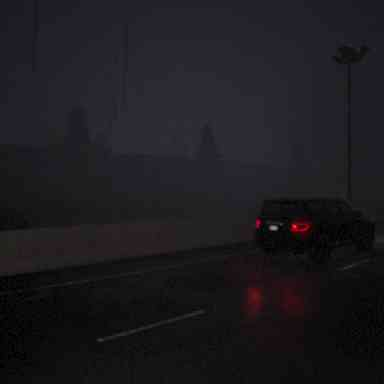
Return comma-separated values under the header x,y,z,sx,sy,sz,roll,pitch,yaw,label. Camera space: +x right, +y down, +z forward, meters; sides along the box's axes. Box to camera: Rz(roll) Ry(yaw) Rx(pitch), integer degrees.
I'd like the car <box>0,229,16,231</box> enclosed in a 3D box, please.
x,y,z,sx,sy,sz,roll,pitch,yaw,label
-11.368,1.517,17.505,4.892,1.490,1.837,0,0,-37,car

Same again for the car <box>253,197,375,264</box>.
x,y,z,sx,sy,sz,roll,pitch,yaw,label
4.592,1.217,12.168,5.566,2.045,2.150,0,0,-40,car

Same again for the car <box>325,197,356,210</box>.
x,y,z,sx,sy,sz,roll,pitch,yaw,label
19.968,1.457,44.584,5.008,1.535,1.882,0,0,-41,car

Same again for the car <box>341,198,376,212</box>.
x,y,z,sx,sy,sz,roll,pitch,yaw,label
20.024,1.473,39.967,4.902,1.511,2.128,0,0,-41,car
